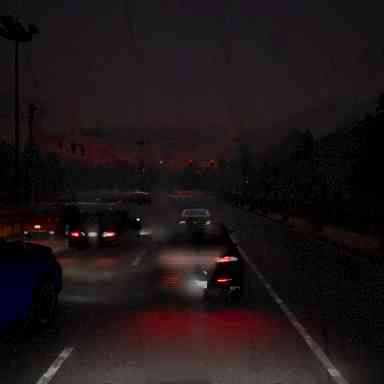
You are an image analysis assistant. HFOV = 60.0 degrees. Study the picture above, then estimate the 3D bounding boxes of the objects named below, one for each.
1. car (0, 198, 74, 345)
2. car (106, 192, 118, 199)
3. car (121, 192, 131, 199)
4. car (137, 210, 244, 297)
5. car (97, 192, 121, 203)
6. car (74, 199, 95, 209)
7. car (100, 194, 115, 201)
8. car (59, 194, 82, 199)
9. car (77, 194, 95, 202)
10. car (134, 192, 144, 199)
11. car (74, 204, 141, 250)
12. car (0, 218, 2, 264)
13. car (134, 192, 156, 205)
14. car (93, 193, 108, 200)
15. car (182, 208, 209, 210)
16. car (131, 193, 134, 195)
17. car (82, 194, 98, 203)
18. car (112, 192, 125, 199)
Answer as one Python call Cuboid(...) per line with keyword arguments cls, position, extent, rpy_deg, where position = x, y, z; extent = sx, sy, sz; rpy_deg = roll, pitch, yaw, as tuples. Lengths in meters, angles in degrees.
Cuboid(cls="car", position=(-3.385, 1.205, 3.563), extent=(2.150, 2.045, 5.566), rpy_deg=(0, 0, 0))
Cuboid(cls="car", position=(-20.476, 0.852, 85.169), extent=(1.882, 1.535, 5.008), rpy_deg=(0, 0, 0))
Cuboid(cls="car", position=(-13.649, 1.055, 64.470), extent=(1.812, 1.442, 4.674), rpy_deg=(0, 0, 1))
Cuboid(cls="car", position=(0.132, 1.439, 8.417), extent=(2.128, 1.511, 4.902), rpy_deg=(0, 0, 0))
Cuboid(cls="car", position=(-13.755, 1.122, 55.407), extent=(1.812, 1.442, 4.674), rpy_deg=(0, 0, 1))
Cuboid(cls="car", position=(-6.831, 1.360, 17.152), extent=(1.882, 1.535, 5.008), rpy_deg=(0, 0, 0))
Cuboid(cls="car", position=(-17.092, 1.071, 67.352), extent=(1.994, 1.385, 4.181), rpy_deg=(0, 0, 0))
Cuboid(cls="car", position=(-20.740, 1.072, 55.675), extent=(1.882, 1.535, 5.008), rpy_deg=(0, 0, 2))
Cuboid(cls="car", position=(-20.621, 1.126, 65.009), extent=(1.895, 1.301, 4.718), rpy_deg=(0, 0, 1))
Cuboid(cls="car", position=(-13.479, 0.856, 84.707), extent=(1.882, 1.535, 5.008), rpy_deg=(0, 0, 0))
Cuboid(cls="car", position=(-3.339, 1.455, 13.737), extent=(2.033, 1.411, 5.357), rpy_deg=(0, 0, 0))
Cuboid(cls="car", position=(-6.876, 1.513, 8.167), extent=(1.994, 1.385, 4.181), rpy_deg=(0, 0, 1))
Cuboid(cls="car", position=(-6.680, 1.132, 49.683), extent=(2.128, 1.511, 4.902), rpy_deg=(1, 1, 6))
Cuboid(cls="car", position=(-20.542, 0.929, 74.950), extent=(1.882, 1.535, 5.008), rpy_deg=(0, 0, 0))
Cuboid(cls="car", position=(0.186, 1.478, 17.747), extent=(1.895, 1.301, 4.718), rpy_deg=(0, 0, 0))
Cuboid(cls="car", position=(-13.545, 0.978, 74.491), extent=(1.812, 1.442, 4.674), rpy_deg=(0, 0, 0))
Cuboid(cls="car", position=(-17.232, 1.146, 57.376), extent=(1.994, 1.385, 4.181), rpy_deg=(0, 0, 1))
Cuboid(cls="car", position=(-17.026, 0.787, 77.485), extent=(2.097, 1.767, 4.553), rpy_deg=(0, 0, 0))
